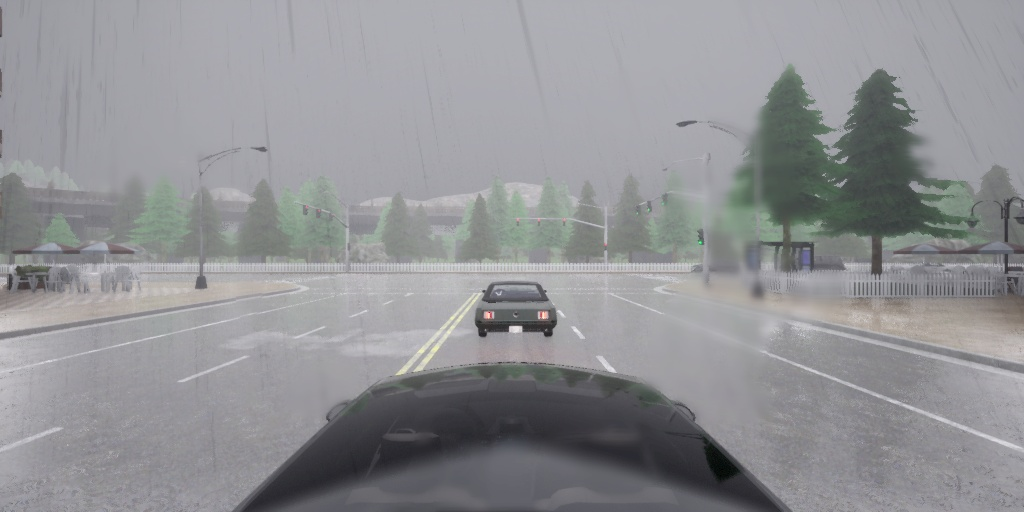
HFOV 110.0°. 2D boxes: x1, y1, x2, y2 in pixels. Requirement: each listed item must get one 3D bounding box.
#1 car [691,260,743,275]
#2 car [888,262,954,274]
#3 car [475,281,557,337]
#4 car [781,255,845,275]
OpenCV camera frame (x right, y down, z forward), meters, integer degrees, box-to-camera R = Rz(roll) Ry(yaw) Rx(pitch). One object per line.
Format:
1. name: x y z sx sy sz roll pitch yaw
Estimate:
1. car: 21.492 1.186 37.672 4.902 1.511 2.128 0 0 0
2. car: 41.977 1.295 36.740 4.718 1.301 1.895 0 0 11
3. car: 0.074 1.351 10.240 1.895 1.301 4.718 0 0 0
4. car: 31.524 0.914 37.606 5.566 2.045 2.150 0 0 1
